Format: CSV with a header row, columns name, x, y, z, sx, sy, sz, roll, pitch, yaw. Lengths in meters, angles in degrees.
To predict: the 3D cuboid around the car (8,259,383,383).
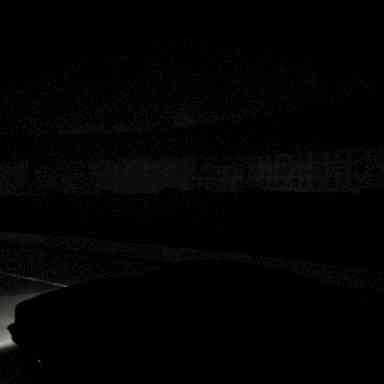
name,x,y,z,sx,sy,sz,roll,pitch,yaw
car,0.146,1.538,3.743,5.357,1.411,2.033,0,0,34
